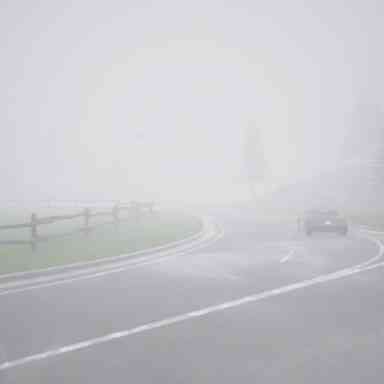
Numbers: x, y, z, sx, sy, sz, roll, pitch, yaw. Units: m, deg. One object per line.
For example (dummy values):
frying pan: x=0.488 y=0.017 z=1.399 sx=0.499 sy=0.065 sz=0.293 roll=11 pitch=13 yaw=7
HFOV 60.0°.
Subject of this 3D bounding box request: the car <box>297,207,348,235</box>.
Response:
car: x=6.989 y=1.483 z=18.178 sx=1.994 sy=1.385 sz=4.181 roll=0 pitch=0 yaw=10
